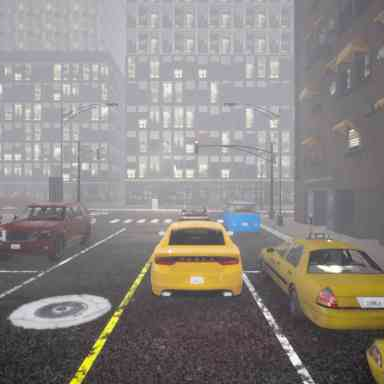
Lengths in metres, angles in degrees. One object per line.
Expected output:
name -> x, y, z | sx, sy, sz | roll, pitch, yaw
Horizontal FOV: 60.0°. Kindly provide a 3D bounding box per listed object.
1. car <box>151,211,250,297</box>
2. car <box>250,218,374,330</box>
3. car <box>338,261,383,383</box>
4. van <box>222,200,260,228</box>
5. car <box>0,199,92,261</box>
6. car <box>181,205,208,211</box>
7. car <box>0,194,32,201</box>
car -> 0.112, 1.479, 8.623 | 1.882, 1.535, 5.008 | 0, 0, 0
car -> 2.579, 1.527, 7.012 | 1.752, 1.417, 4.829 | 0, 0, 0
car -> 2.570, 1.525, 1.372 | 1.752, 1.417, 4.829 | 0, 0, 0
van -> 2.597, 1.346, 18.122 | 1.690, 1.788, 3.998 | 0, 0, 0
car -> -5.292, 1.318, 12.495 | 2.192, 1.841, 5.009 | 0, 0, 0
car -> 0.133, 1.497, 19.095 | 2.128, 1.511, 4.902 | 0, 0, 0
car -> -20.815, 1.112, 38.136 | 5.009, 1.841, 2.192 | 1, -1, 0
